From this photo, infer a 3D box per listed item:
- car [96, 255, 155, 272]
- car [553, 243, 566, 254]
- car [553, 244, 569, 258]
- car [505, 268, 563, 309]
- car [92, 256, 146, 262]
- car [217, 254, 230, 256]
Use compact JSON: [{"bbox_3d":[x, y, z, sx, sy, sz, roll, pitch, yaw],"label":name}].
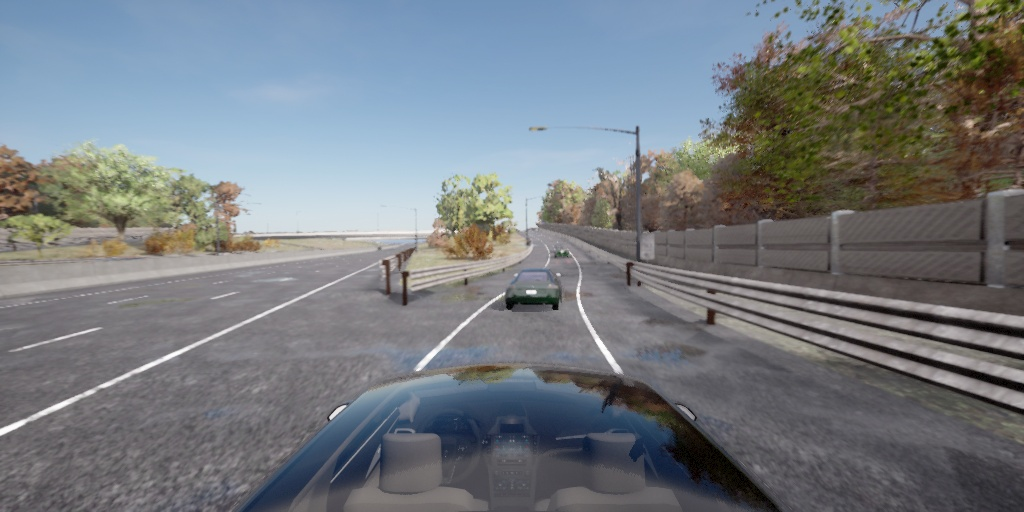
[{"bbox_3d":[-42.060,0.756,39.208,1.882,1.535,5.008,-2,2,-14],"label":"car"},{"bbox_3d":[8.085,-1.402,61.636,1.837,1.490,4.892,-1,5,4],"label":"car"},{"bbox_3d":[7.100,-0.682,51.565,2.097,1.767,4.553,-1,4,6],"label":"car"},{"bbox_3d":[0.968,1.162,14.185,1.994,1.385,4.181,-1,1,9],"label":"car"},{"bbox_3d":[-32.054,0.929,28.526,1.837,1.490,4.892,-2,2,-14],"label":"car"},{"bbox_3d":[-36.415,0.487,45.317,1.994,1.385,4.181,-2,2,-14],"label":"car"}]
